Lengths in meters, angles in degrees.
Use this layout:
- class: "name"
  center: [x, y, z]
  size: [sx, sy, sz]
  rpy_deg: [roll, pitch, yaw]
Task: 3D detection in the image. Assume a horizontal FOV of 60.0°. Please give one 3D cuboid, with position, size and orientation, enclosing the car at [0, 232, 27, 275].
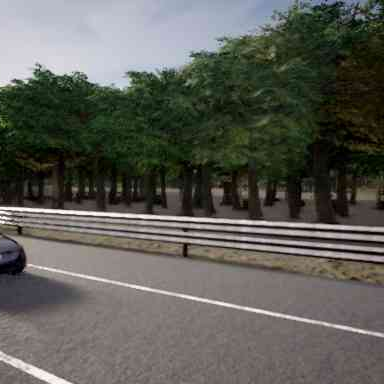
- class: "car"
  center: [-6.420, 1.541, 9.050]
  size: [4.181, 1.385, 1.994]
  rpy_deg: [0, 0, 32]
